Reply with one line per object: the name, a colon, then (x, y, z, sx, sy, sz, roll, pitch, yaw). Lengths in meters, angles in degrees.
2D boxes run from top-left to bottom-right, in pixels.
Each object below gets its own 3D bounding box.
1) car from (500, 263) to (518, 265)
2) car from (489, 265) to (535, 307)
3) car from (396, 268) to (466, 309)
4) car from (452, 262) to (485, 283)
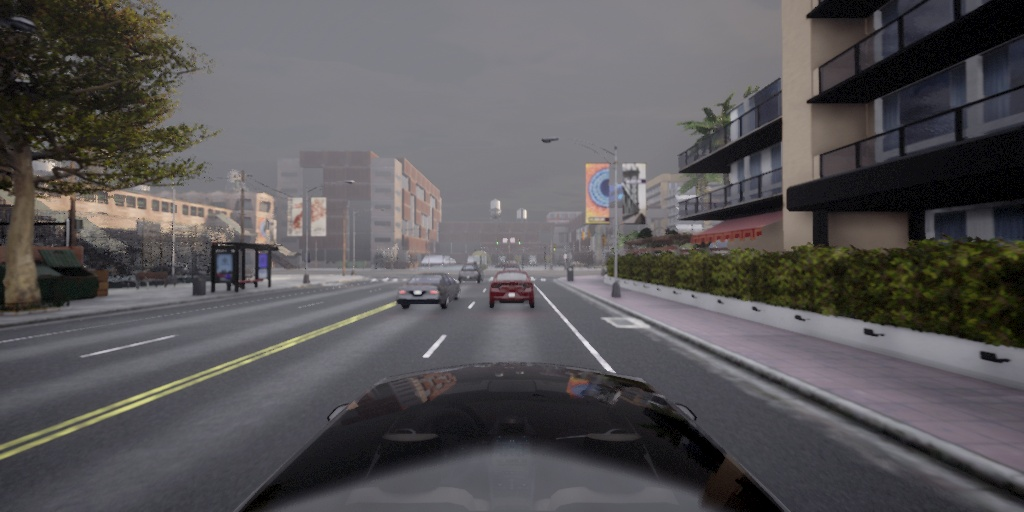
car: (-0.004, 1.576, 30.847, 2.033, 1.411, 5.357, 0, -1, 0)
car: (0.002, 1.367, 16.338, 1.882, 1.535, 5.008, 0, 0, 0)
car: (-3.503, 1.432, 15.847, 2.033, 1.411, 5.357, 0, -1, 0)
car: (-3.493, 1.524, 31.153, 2.128, 1.511, 4.902, 0, 0, 1)
